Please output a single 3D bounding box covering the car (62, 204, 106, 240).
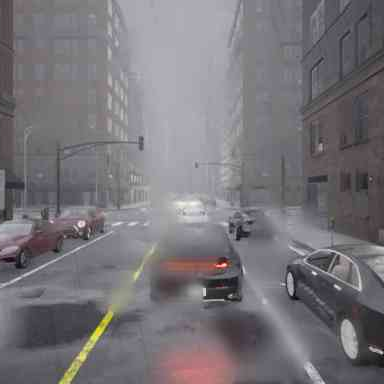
[{"bbox_3d":[-5.672,1.440,16.588,1.967,1.590,4.097,0,0,0],"label":"car"}]

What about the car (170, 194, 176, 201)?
[{"bbox_3d":[-5.593,1.622,80.563,1.752,1.417,4.829,0,0,0],"label":"car"}]

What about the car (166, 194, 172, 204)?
[{"bbox_3d":[-5.620,1.604,64.508,2.008,1.369,4.403,0,0,0],"label":"car"}]

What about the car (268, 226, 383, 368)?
[{"bbox_3d":[2.855,1.550,5.586,2.008,1.369,4.403,0,0,0],"label":"car"}]

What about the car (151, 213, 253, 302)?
[{"bbox_3d":[0.097,1.505,8.253,1.837,1.490,4.892,0,0,0],"label":"car"}]

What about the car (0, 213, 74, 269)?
[{"bbox_3d":[-5.671,1.582,11.087,1.802,1.307,4.206,0,0,0],"label":"car"}]

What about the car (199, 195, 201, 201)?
[{"bbox_3d":[2.905,1.604,64.496,2.008,1.369,4.403,0,0,0],"label":"car"}]

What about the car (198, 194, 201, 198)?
[{"bbox_3d":[2.923,1.521,75.314,1.967,1.590,4.097,0,0,0],"label":"car"}]

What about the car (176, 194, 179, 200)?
[{"bbox_3d":[-5.575,1.453,91.551,2.192,1.841,5.009,0,0,0],"label":"car"}]

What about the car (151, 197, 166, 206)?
[{"bbox_3d":[-5.639,1.615,53.691,1.802,1.307,4.206,0,0,0],"label":"car"}]

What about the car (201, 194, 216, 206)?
[{"bbox_3d":[2.885,1.474,53.679,1.967,1.590,4.097,0,0,0],"label":"car"}]

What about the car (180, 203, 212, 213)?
[{"bbox_3d":[0.081,1.526,17.401,1.812,1.442,4.674,0,0,-1],"label":"car"}]

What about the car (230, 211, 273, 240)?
[{"bbox_3d":[2.854,1.566,16.588,1.947,1.339,4.313,0,0,0],"label":"car"}]
